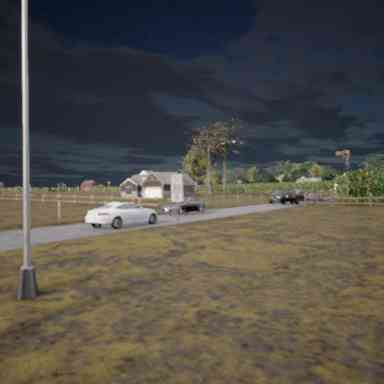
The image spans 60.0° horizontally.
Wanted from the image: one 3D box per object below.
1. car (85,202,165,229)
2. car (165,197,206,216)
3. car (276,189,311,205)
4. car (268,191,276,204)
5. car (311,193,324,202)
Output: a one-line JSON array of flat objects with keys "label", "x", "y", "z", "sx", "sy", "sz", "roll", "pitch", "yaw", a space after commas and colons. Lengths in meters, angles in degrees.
[{"label": "car", "x": -3.941, "y": 1.274, "z": 19.222, "sx": 1.812, "sy": 1.442, "sz": 4.674, "roll": -2, "pitch": 0, "yaw": 35}, {"label": "car", "x": -0.671, "y": 1.212, "z": 28.912, "sx": 2.128, "sy": 1.511, "sz": 4.902, "roll": -2, "pitch": 0, "yaw": 35}, {"label": "car", "x": 13.636, "y": 0.644, "z": 44.417, "sx": 2.150, "sy": 2.045, "sz": 5.566, "roll": -2, "pitch": 0, "yaw": 36}, {"label": "car", "x": 13.081, "y": 0.690, "z": 48.535, "sx": 2.150, "sy": 2.045, "sz": 5.566, "roll": -2, "pitch": -1, "yaw": 35}, {"label": "car", "x": 19.495, "y": 0.853, "z": 52.903, "sx": 2.033, "sy": 1.411, "sz": 5.357, "roll": -2, "pitch": 0, "yaw": 35}]
